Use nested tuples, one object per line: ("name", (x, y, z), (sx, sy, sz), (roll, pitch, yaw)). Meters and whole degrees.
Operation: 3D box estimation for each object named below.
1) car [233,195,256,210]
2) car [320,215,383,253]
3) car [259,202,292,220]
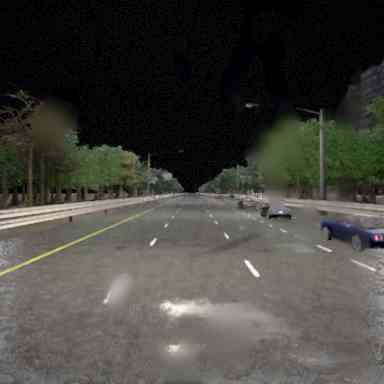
("car", (7.088, 1.503, 43.499), (2.128, 1.511, 4.902), (0, 0, 0))
("car", (7.011, 1.603, 13.719), (1.895, 1.301, 4.718), (0, 0, 0))
("car", (7.046, 1.570, 28.318), (1.994, 1.385, 4.181), (0, 0, 0))
